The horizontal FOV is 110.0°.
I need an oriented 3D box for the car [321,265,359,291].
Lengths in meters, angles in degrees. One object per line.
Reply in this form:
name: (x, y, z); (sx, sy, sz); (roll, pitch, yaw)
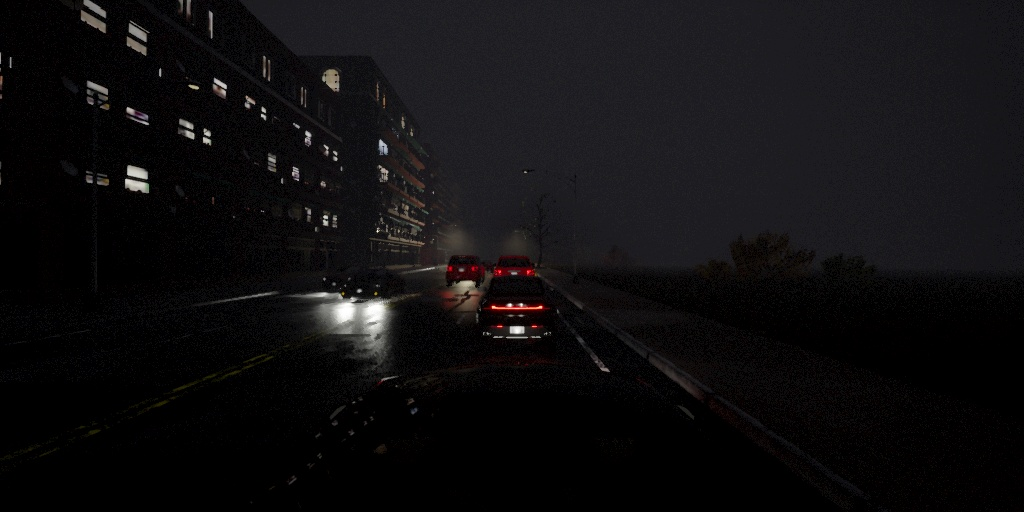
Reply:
car: (-9.841, 1.279, 22.168); (1.812, 1.442, 4.674); (0, 0, 0)

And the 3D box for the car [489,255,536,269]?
car: (0.108, 0.975, 20.064); (2.150, 2.045, 5.566); (0, 0, 0)

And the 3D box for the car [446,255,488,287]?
car: (-3.140, 0.975, 24.993); (2.150, 2.045, 5.566); (0, 0, 0)

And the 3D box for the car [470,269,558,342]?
car: (0.105, 1.256, 9.717); (1.837, 1.490, 4.892); (0, 0, 0)

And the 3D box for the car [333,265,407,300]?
car: (-6.592, 1.316, 17.480); (1.994, 1.385, 4.181); (0, 0, 0)

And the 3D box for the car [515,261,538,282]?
car: (1.150, 1.209, 30.472); (1.801, 1.575, 5.366); (0, 0, 0)
